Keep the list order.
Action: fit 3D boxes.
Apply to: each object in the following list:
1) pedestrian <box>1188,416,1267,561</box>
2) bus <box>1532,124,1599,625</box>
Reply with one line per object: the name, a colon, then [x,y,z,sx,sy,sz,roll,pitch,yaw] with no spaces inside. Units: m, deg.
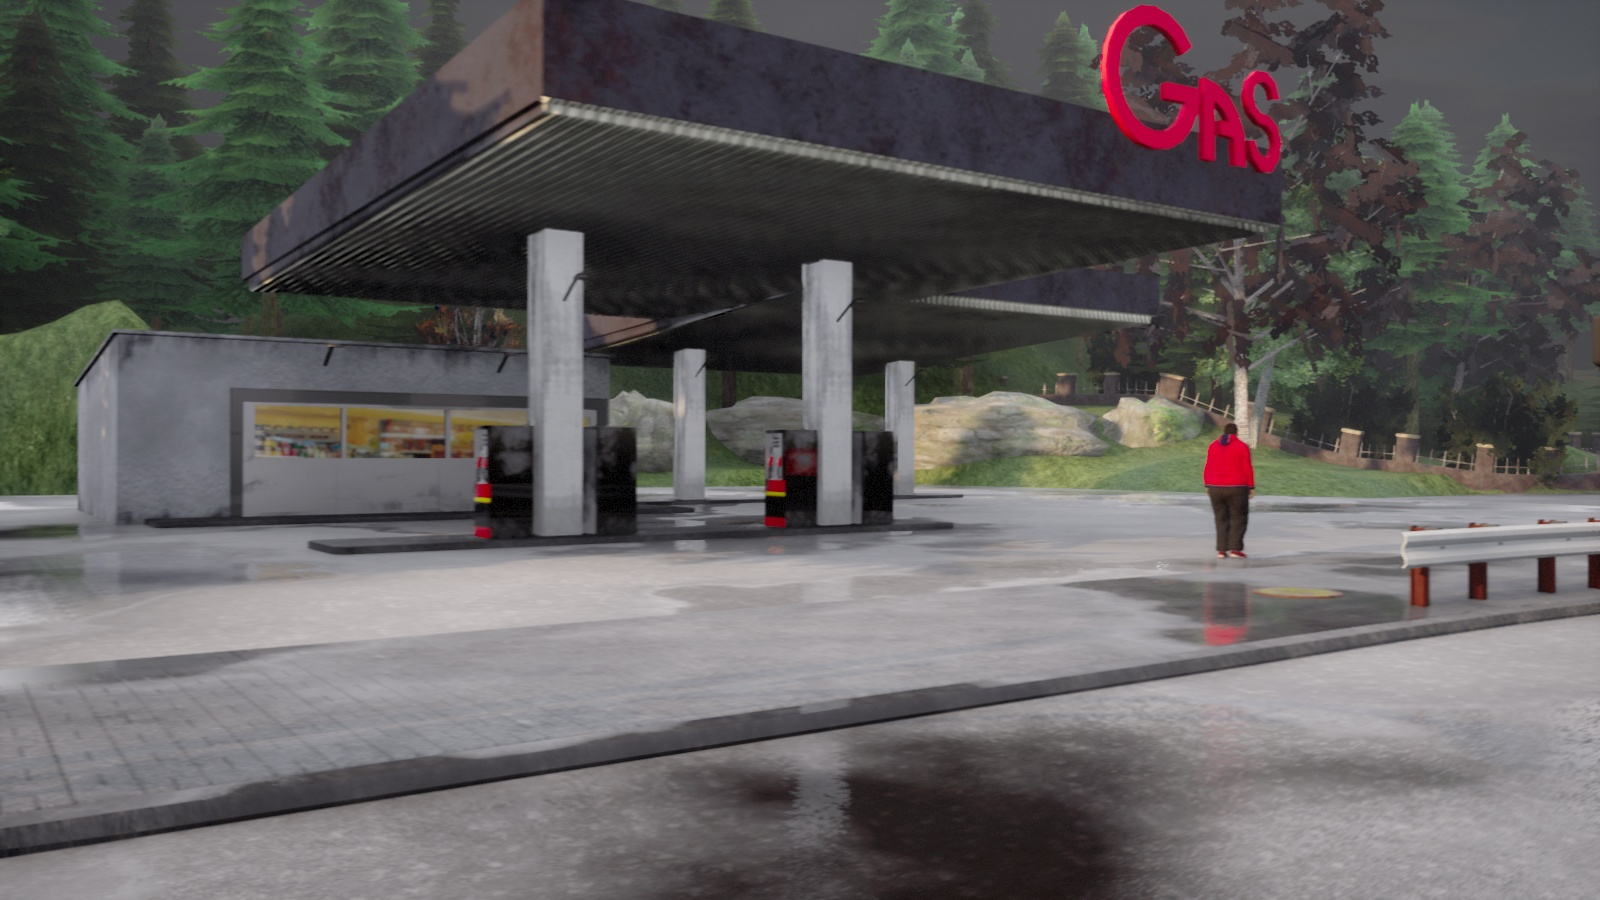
pedestrian: [5.655,0.493,16.602,0.899,1.844,0.634,0,0,-44]
bus: [11.933,-0.638,9.753,10.273,4.253,3.944,0,0,20]
